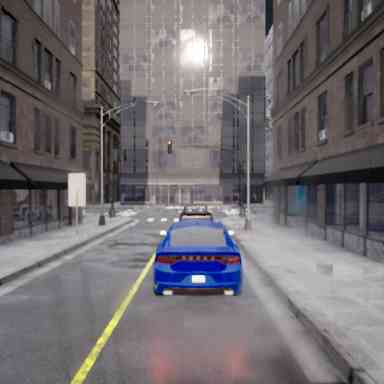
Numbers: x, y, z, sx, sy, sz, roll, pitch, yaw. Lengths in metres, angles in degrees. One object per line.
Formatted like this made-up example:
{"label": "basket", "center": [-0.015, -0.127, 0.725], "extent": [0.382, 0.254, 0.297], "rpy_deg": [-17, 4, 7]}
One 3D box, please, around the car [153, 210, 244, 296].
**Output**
{"label": "car", "center": [0.134, 1.469, 8.682], "extent": [1.882, 1.535, 5.008], "rpy_deg": [0, 0, 0]}

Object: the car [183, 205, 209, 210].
{"label": "car", "center": [0.200, 1.470, 19.128], "extent": [2.128, 1.511, 4.902], "rpy_deg": [0, 0, -1]}
